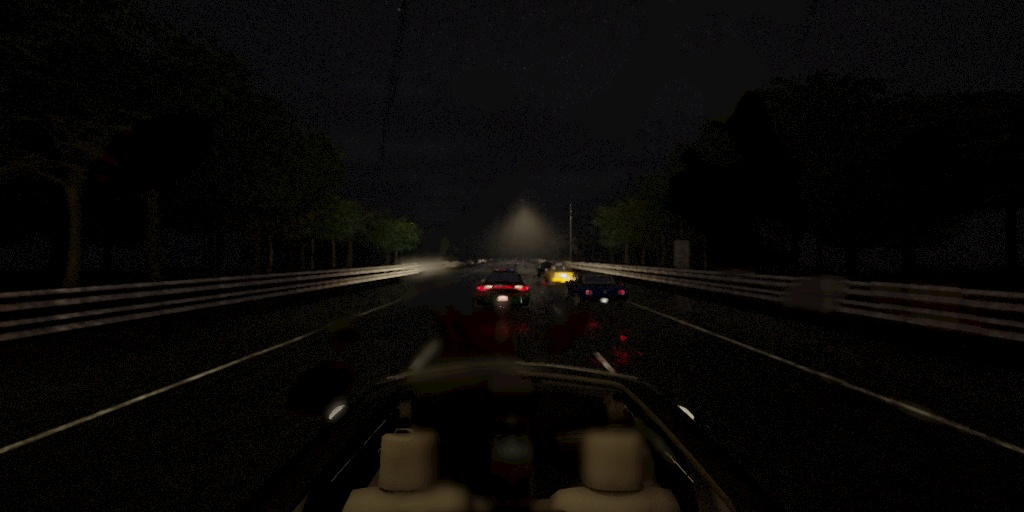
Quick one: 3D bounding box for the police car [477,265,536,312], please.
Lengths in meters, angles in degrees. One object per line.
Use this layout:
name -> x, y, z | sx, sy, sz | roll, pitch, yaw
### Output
police car -> -0.287, 1.306, 14.714 | 2.038, 1.542, 4.974 | 0, -1, 0

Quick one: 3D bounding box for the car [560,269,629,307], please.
car -> 3.499, 1.410, 15.776 | 1.895, 1.301, 4.718 | 0, 0, 0

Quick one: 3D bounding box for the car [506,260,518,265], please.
car -> 0.041, 1.501, 64.325 | 2.128, 1.511, 4.902 | 0, 0, 0

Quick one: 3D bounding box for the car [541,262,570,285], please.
car -> 3.498, 1.312, 26.936 | 1.801, 1.575, 5.366 | 0, 0, 0

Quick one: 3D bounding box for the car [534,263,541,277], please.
car -> 3.497, 1.404, 37.747 | 1.837, 1.490, 4.892 | 0, 0, 0
